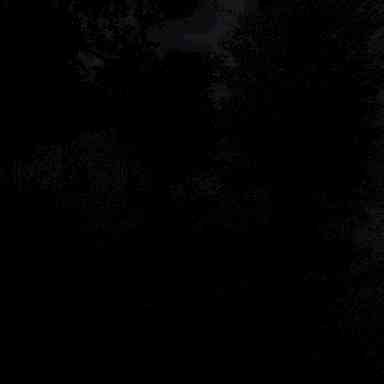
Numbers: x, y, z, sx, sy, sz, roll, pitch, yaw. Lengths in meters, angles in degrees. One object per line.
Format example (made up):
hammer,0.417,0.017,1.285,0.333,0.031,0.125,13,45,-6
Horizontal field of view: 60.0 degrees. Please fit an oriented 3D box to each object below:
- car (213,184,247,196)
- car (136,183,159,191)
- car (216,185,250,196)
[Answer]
car,5.820,-0.287,51.688,2.128,1.511,4.902,4,1,-43
car,-10.414,-1.118,76.308,4.892,1.521,2.231,3,0,-11
car,6.078,-0.153,46.904,4.181,1.385,1.994,5,1,42
